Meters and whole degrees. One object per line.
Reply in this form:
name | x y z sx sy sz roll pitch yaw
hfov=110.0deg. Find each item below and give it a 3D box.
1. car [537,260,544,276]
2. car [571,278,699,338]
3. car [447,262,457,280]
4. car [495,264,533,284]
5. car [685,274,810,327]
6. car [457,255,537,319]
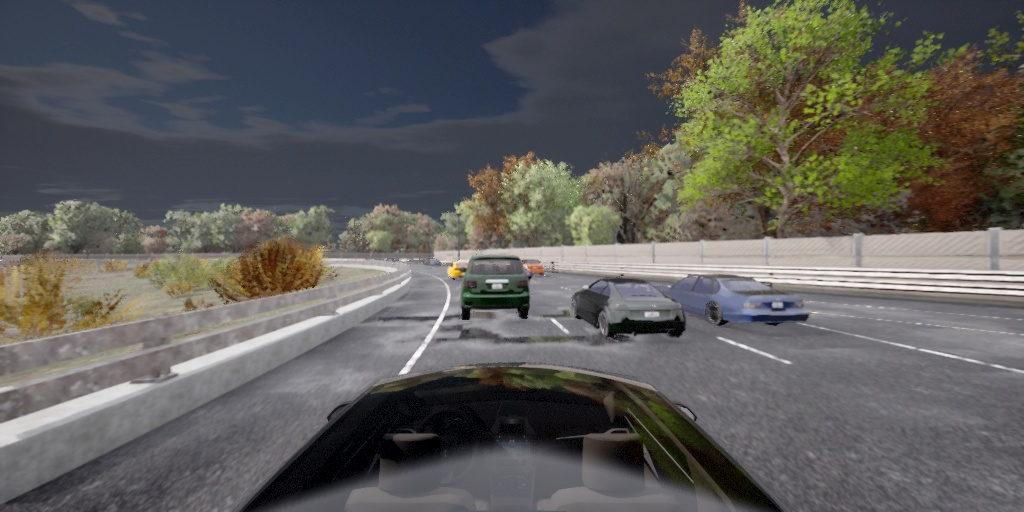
car | 1.440 1.090 36.179 2.097 1.767 4.553 0 0 -20
car | 3.041 1.302 10.178 1.994 1.385 4.181 0 0 -4
car | -4.503 1.240 31.345 1.882 1.535 5.008 0 0 -16
car | 0.052 1.347 28.024 1.895 1.301 4.718 0 0 -14
car | 6.457 1.272 11.486 2.033 1.411 5.357 0 0 -5
car | -0.713 0.973 13.023 2.150 2.045 5.566 0 0 -6
